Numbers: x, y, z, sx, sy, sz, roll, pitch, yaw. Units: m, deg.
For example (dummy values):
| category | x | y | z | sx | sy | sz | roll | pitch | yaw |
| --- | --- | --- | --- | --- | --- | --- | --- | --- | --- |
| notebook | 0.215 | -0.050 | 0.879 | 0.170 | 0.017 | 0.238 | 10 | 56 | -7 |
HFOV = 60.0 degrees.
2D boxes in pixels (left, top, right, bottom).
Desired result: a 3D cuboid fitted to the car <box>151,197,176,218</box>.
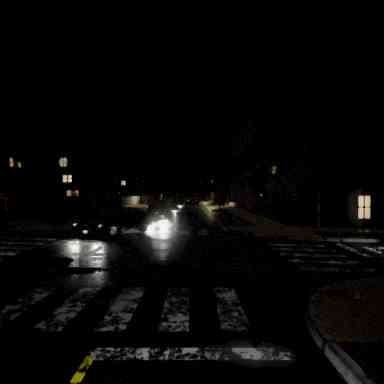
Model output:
| category | x | y | z | sx | sy | sz | roll | pitch | yaw |
| --- | --- | --- | --- | --- | --- | --- | --- | --- | --- |
| car | -2.877 | 1.480 | 29.967 | 2.128 | 1.511 | 4.902 | 0 | 0 | 0 |

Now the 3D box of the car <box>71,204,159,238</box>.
| category | x | y | z | sx | sy | sz | roll | pitch | yaw |
| --- | --- | --- | --- | --- | --- | --- | --- | --- | --- |
| car | -3.941 | 1.492 | 17.529 | 2.033 | 1.411 | 5.357 | 0 | -2 | 19 |

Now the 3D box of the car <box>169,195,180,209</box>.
| category | x | y | z | sx | sy | sz | roll | pitch | yaw |
| --- | --- | --- | --- | --- | --- | --- | --- | --- | --- |
| car | -2.881 | 1.507 | 43.237 | 1.812 | 1.442 | 4.674 | 0 | 0 | 0 |

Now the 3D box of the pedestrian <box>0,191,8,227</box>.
| category | x | y | z | sx | sy | sz | roll | pitch | yaw |
| --- | --- | --- | --- | --- | --- | --- | --- | --- | --- |
| pedestrian | -9.699 | 0.863 | 17.004 | 0.375 | 1.860 | 0.375 | 0 | 0 | 1 |

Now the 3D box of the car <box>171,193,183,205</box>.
| category | x | y | z | sx | sy | sz | roll | pitch | yaw |
| --- | --- | --- | --- | --- | --- | --- | --- | --- | --- |
| car | -2.826 | 1.192 | 58.677 | 2.150 | 2.045 | 5.566 | 0 | 0 | 0 |

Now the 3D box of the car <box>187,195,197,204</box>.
| category | x | y | z | sx | sy | sz | roll | pitch | yaw |
| --- | --- | --- | --- | --- | --- | --- | --- | --- | --- |
| car | -0.062 | 1.436 | 66.203 | 1.882 | 1.535 | 5.008 | 0 | 0 | 0 |

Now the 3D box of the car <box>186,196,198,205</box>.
| category | x | y | z | sx | sy | sz | roll | pitch | yaw |
| --- | --- | --- | --- | --- | --- | --- | --- | --- | --- |
| car | 0.056 | 1.532 | 56.239 | 1.994 | 1.385 | 4.181 | 0 | 0 | -1 |
